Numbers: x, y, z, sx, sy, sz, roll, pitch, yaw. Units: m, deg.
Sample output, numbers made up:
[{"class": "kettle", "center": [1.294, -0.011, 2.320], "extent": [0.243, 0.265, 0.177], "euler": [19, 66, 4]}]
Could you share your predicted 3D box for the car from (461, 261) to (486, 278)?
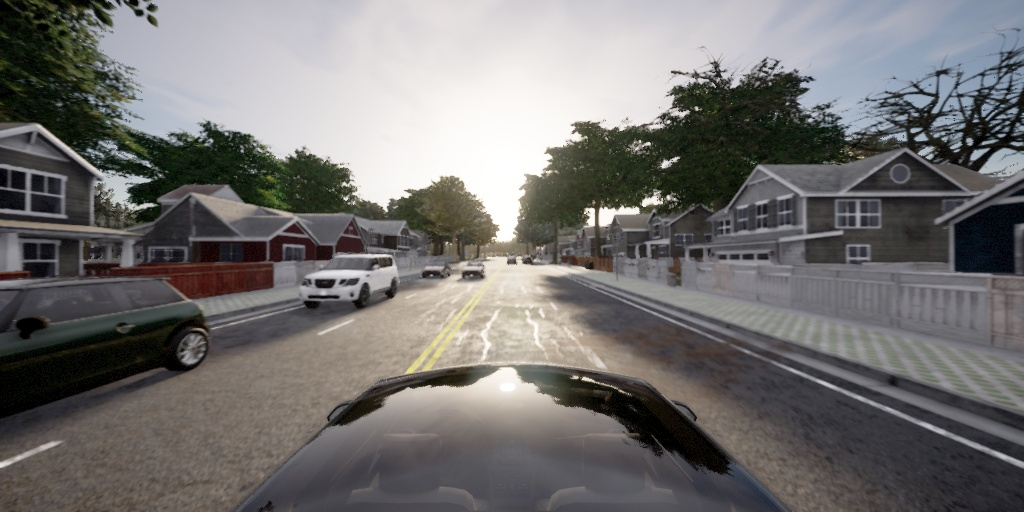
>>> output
[{"class": "car", "center": [-3.264, 1.165, 31.648], "extent": [2.033, 1.411, 5.357], "euler": [0, 0, 0]}]

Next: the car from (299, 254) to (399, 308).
[{"class": "car", "center": [-6.555, 0.923, 15.253], "extent": [2.150, 2.045, 5.566], "euler": [0, 0, 0]}]

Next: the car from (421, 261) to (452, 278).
[{"class": "car", "center": [-6.514, 1.165, 31.645], "extent": [2.033, 1.411, 5.357], "euler": [0, 0, 0]}]

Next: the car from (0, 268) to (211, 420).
[{"class": "car", "center": [-6.592, 1.098, 4.642], "extent": [2.097, 1.767, 4.553], "euler": [0, 0, 0]}]
